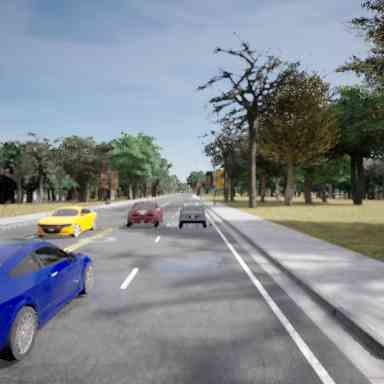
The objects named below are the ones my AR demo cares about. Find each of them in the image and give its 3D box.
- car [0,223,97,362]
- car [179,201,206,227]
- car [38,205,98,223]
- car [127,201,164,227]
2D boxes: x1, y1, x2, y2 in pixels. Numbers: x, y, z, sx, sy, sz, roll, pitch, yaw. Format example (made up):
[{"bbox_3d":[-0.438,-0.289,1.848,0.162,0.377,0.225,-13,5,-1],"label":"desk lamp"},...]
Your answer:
[{"bbox_3d":[-3.155,1.541,5.797,1.812,1.442,4.674,0,0,0],"label":"car"},{"bbox_3d":[0.037,1.608,23.447,2.033,1.411,5.357,0,0,-1],"label":"car"},{"bbox_3d":[-6.636,1.524,18.168,1.882,1.535,5.008,0,0,0],"label":"car"},{"bbox_3d":[-3.210,1.414,23.637,2.097,1.767,4.553,0,0,0],"label":"car"}]
